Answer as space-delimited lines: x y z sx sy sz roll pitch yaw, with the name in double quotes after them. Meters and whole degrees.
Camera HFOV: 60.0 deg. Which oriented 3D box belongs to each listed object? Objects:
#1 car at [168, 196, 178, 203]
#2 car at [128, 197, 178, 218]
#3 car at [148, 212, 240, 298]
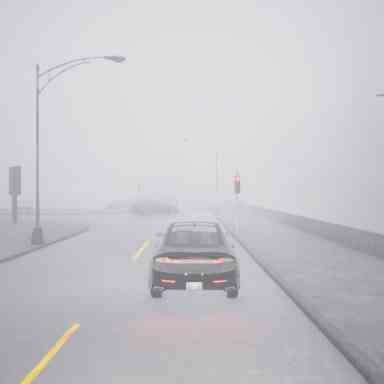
-4.029 1.542 70.343 1.994 1.385 4.181 0 0 0 "car"
-3.407 1.486 29.904 4.902 1.511 2.128 0 0 -41 "car"
0.059 1.490 8.469 2.128 1.511 4.902 0 0 0 "car"
